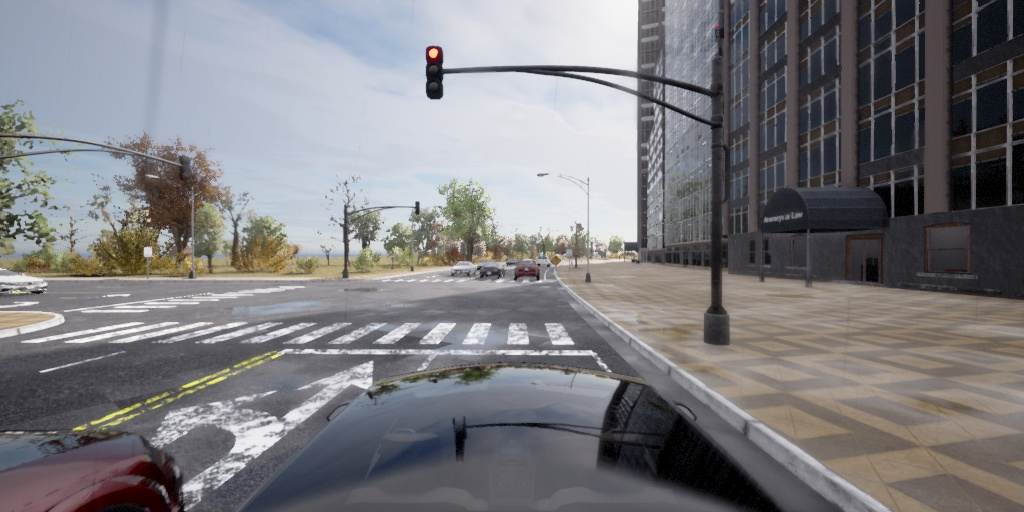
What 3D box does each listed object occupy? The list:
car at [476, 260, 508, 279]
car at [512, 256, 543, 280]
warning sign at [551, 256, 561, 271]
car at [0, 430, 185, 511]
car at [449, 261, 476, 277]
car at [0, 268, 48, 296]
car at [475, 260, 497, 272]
[{"bbox_3d":[-1.741,1.274,32.910,1.812,1.442,4.674,0,0,5],"label":"car"},{"bbox_3d":[1.409,1.101,31.526,2.097,1.767,4.553,0,0,5],"label":"car"},{"bbox_3d":[5.412,0.868,44.026,1.300,1.860,1.060,0,0,7],"label":"warning sign"},{"bbox_3d":[-3.108,1.314,0.563,1.994,1.385,4.181,0,0,0],"label":"car"},{"bbox_3d":[-4.867,1.273,36.366,1.812,1.442,4.674,0,0,6],"label":"car"},{"bbox_3d":[-26.846,1.335,18.372,4.674,1.442,1.812,0,0,2],"label":"car"},{"bbox_3d":[-3.474,1.296,48.875,2.033,1.411,5.357,0,0,7],"label":"car"}]
